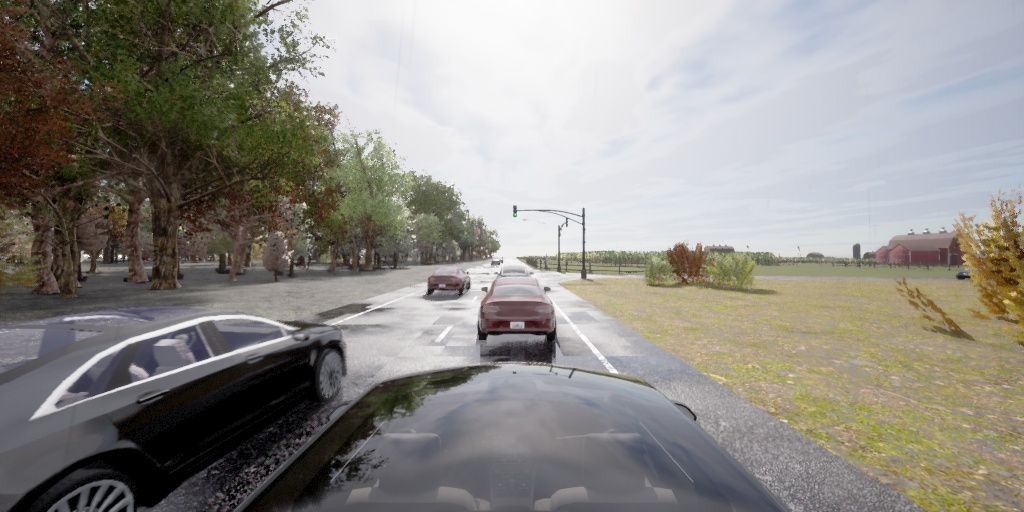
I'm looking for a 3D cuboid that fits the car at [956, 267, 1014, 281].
[{"bbox_3d":[48.945,1.847,37.114,4.181,1.385,1.994,1,-1,0],"label":"car"}]

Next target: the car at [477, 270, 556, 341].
[{"bbox_3d":[0.112,1.278,9.801,1.812,1.442,4.674,0,0,0],"label":"car"}]

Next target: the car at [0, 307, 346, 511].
[{"bbox_3d":[-3.397,1.242,3.462,2.128,1.511,4.902,0,0,0],"label":"car"}]

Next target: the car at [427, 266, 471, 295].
[{"bbox_3d":[-3.390,1.281,19.743,1.812,1.442,4.674,0,0,0],"label":"car"}]

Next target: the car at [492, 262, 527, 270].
[{"bbox_3d":[0.106,1.261,19.128,1.837,1.490,4.892,0,0,0],"label":"car"}]
